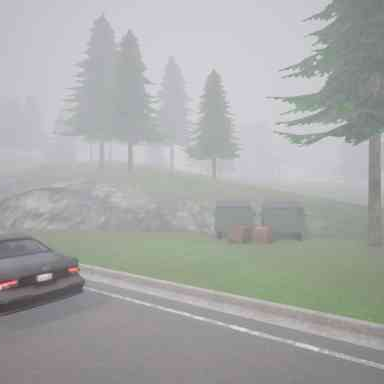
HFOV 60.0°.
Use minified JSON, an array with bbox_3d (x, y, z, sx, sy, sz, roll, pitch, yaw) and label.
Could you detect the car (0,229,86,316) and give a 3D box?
[{"bbox_3d":[-4.630,1.546,7.295,5.357,1.411,2.033,0,0,35],"label":"car"}]
